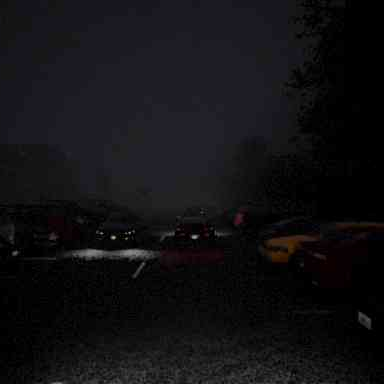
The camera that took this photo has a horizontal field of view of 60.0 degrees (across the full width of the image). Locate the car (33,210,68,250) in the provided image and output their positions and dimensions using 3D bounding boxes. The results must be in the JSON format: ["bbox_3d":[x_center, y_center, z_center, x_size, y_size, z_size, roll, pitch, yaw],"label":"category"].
[{"bbox_3d":[-7.985,1.650,13.445,4.892,1.521,2.231,0,-1,0],"label":"car"}]

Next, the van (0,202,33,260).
[{"bbox_3d":[-7.867,1.388,10.645,4.442,1.987,1.878,0,-1,0],"label":"van"}]

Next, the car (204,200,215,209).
[{"bbox_3d":[5.251,2.665,64.260,4.674,1.452,2.002,0,-1,0],"label":"car"}]

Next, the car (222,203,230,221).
[{"bbox_3d":[5.135,1.886,27.428,4.674,1.452,2.002,0,-1,0],"label":"car"}]

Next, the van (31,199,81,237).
[{"bbox_3d":[-8.090,1.459,16.252,4.442,1.987,1.878,0,-1,0],"label":"van"}]

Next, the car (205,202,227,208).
[{"bbox_3d":[5.282,2.881,73.955,4.674,1.452,2.002,0,-1,0],"label":"car"}]

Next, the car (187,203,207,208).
[{"bbox_3d":[0.162,2.007,31.991,1.994,1.385,4.181,0,-1,0],"label":"car"}]

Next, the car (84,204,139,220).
[{"bbox_3d":[-7.936,1.942,33.062,4.892,1.521,2.231,0,-1,0],"label":"car"}]

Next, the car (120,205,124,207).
[{"bbox_3d":[-7.949,1.800,24.658,4.892,1.521,2.231,0,-1,0],"label":"car"}]

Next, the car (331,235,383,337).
[{"bbox_3d":[5.060,1.576,5.153,4.792,1.488,2.163,0,-1,0],"label":"car"}]

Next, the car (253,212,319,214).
[{"bbox_3d":[5.098,1.693,13.509,4.674,1.452,2.002,0,-1,0],"label":"car"}]

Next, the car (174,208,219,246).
[{"bbox_3d":[0.120,1.733,16.317,1.812,1.442,4.674,0,-1,0],"label":"car"}]

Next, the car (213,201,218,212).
[{"bbox_3d":[5.153,1.996,35.783,5.008,1.535,2.097,0,-1,0],"label":"car"}]

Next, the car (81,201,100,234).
[{"bbox_3d":[-8.000,1.595,19.054,4.553,1.767,2.185,0,-1,0],"label":"car"}]

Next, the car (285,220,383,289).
[{"bbox_3d":[5.087,1.582,7.938,5.008,1.535,2.097,0,-1,0],"label":"car"}]

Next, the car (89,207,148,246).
[{"bbox_3d":[-3.326,1.714,16.542,1.837,1.490,4.892,0,-1,0],"label":"car"}]

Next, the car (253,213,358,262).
[{"bbox_3d":[4.911,1.614,10.725,5.366,1.575,1.946,0,-1,0],"label":"car"}]

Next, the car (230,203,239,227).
[{"bbox_3d":[5.086,1.636,21.863,4.553,1.767,2.185,0,-1,0],"label":"car"}]

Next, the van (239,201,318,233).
[{"bbox_3d":[5.227,1.497,19.084,4.442,1.987,1.878,0,-1,0],"label":"van"}]

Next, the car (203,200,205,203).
[{"bbox_3d":[5.269,2.695,67.409,5.008,1.535,2.097,0,-1,0],"label":"car"}]

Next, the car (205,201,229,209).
[{"bbox_3d":[5.269,2.769,70.681,4.892,1.521,2.231,0,-1,0],"label":"car"}]

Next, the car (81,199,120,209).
[{"bbox_3d":[-7.934,1.508,21.856,5.566,2.045,2.435,0,-1,0],"label":"car"}]

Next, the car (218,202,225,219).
[{"bbox_3d":[5.146,1.891,30.215,5.008,1.535,2.097,0,-1,0],"label":"car"}]
